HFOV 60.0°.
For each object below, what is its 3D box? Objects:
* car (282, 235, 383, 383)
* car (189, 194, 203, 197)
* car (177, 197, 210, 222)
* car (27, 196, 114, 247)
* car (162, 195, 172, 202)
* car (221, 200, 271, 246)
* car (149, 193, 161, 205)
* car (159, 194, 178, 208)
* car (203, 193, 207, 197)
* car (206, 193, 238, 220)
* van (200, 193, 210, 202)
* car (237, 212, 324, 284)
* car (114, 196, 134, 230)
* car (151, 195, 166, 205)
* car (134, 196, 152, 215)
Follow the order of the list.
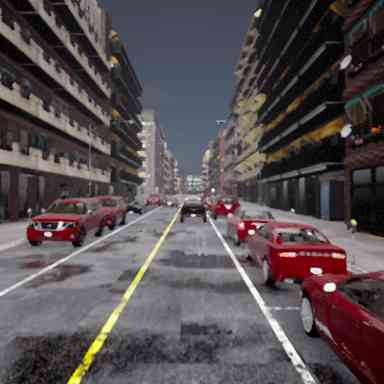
[{"bbox_3d":[2.584,1.522,3.635,1.887,1.381,4.507,1,0,0],"label":"car"},{"bbox_3d":[0.095,1.259,41.358,1.882,1.535,5.008,0,0,0],"label":"car"},{"bbox_3d":[0.096,1.359,24.762,1.837,1.490,4.892,0,-1,0],"label":"car"},{"bbox_3d":[-5.293,1.228,14.754,2.192,1.841,5.009,1,0,0],"label":"car"},{"bbox_3d":[-5.310,1.272,70.062,1.802,1.307,4.206,1,0,0],"label":"car"},{"bbox_3d":[2.592,1.353,14.696,1.967,1.590,4.097,1,0,0],"label":"car"},{"bbox_3d":[-5.299,1.071,47.936,2.192,1.841,5.009,1,0,0],"label":"car"},{"bbox_3d":[-2.757,1.263,43.764,2.128,1.511,4.902,0,0,0],"label":"car"},{"bbox_3d":[2.546,1.241,36.820,1.967,1.590,4.097,1,0,0],"label":"car"},{"bbox_3d":[2.551,1.168,25.757,2.192,1.841,5.009,1,0,0],"label":"car"},{"bbox_3d":[2.543,1.044,64.477,1.690,1.788,3.998,1,0,0],"label":"van"},{"bbox_3d":[2.583,1.489,9.165,1.887,1.381,4.507,1,0,0],"label":"car"},{"bbox_3d":[-5.294,1.197,20.284,2.192,1.841,5.009,1,0,0],"label":"car"},{"bbox_3d":[-5.306,1.281,53.469,1.887,1.381,4.507,1,0,0],"label":"car"},{"bbox_3d":[-5.302,1.392,31.348,1.947,1.339,4.313,1,0,0],"label":"car"}]
